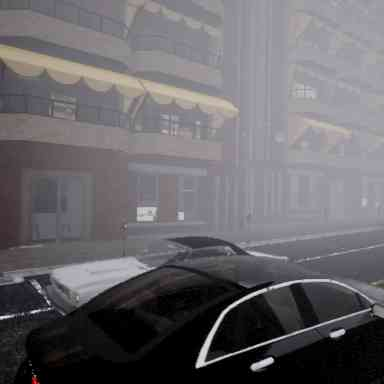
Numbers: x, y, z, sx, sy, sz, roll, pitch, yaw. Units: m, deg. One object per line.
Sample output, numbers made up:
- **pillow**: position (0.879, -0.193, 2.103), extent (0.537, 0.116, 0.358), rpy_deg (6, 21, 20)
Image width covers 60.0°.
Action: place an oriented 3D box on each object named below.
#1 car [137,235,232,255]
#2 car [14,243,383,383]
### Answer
- **car**: position (-0.298, 1.603, 6.570), extent (4.718, 1.301, 1.895), rpy_deg (0, 0, -36)
- **car**: position (0.784, 1.506, 3.717), extent (4.892, 1.490, 1.837), rpy_deg (0, 0, -35)
